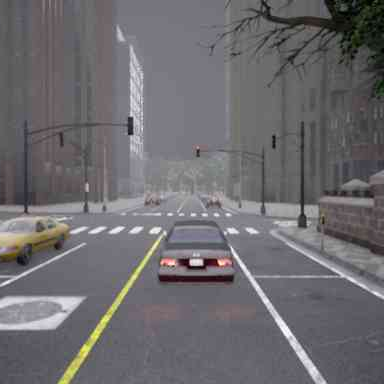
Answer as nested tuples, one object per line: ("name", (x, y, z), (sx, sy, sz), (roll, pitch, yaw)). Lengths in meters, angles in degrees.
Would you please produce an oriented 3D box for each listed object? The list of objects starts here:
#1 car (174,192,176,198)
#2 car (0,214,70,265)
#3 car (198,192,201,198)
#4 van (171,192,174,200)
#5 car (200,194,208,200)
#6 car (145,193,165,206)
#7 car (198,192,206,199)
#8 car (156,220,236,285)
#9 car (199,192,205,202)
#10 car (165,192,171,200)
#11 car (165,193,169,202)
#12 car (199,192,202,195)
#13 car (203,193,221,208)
("car", (-5.733, 1.151, 81.662), (2.008, 1.369, 4.403), (0, 0, 0))
("car", (-5.758, 1.465, 11.459), (1.752, 1.417, 4.829), (0, 0, 0))
("car", (2.788, 1.194, 70.784), (1.887, 1.381, 4.507), (0, 0, 0))
("van", (-5.735, 0.966, 76.224), (1.690, 1.788, 3.998), (0, 0, 0))
("car", (2.790, 1.149, 76.391), (1.752, 1.417, 4.829), (0, 0, 0))
("car", (-5.745, 1.068, 49.036), (2.192, 1.841, 5.009), (0, 0, 0))
("car", (2.795, 0.866, 92.533), (2.192, 1.841, 5.009), (0, 0, 0))
("car", (0.094, 1.497, 9.430), (2.033, 1.411, 5.357), (0, 0, 0))
("car", (2.784, 1.251, 59.909), (2.008, 1.369, 4.403), (0, 0, 0))
("car", (-5.739, 1.201, 65.179), (1.752, 1.417, 4.829), (0, 0, 0))
("car", (-5.741, 1.283, 59.912), (1.802, 1.307, 4.206), (0, 0, 0))
("car", (2.786, 1.220, 65.346), (1.887, 1.381, 4.507), (0, 0, 0))
("car", (2.779, 1.219, 43.596), (1.967, 1.590, 4.097), (0, 0, 0))
